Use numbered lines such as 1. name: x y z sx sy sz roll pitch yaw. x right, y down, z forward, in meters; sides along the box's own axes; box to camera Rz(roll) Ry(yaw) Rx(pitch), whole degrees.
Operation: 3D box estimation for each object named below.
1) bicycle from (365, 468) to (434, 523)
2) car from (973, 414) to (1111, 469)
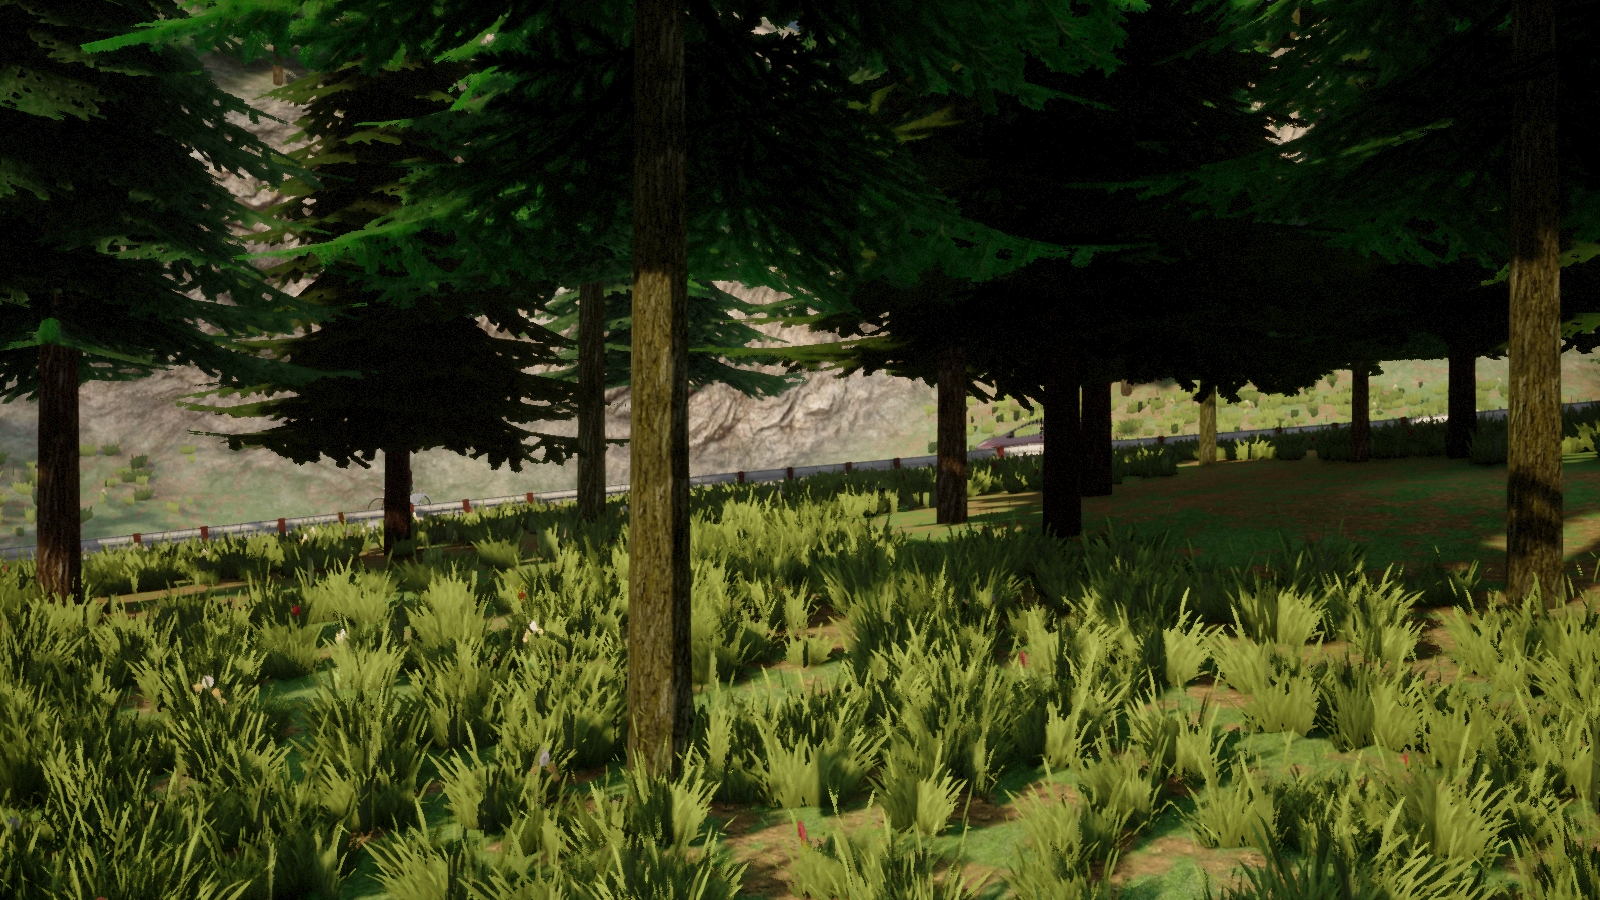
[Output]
1. bicycle: -12.075 1.355 34.490 1.835 1.471 0.329 -5 2 -29
2. car: 8.363 -0.283 39.769 4.514 1.525 2.007 -4 0 10
